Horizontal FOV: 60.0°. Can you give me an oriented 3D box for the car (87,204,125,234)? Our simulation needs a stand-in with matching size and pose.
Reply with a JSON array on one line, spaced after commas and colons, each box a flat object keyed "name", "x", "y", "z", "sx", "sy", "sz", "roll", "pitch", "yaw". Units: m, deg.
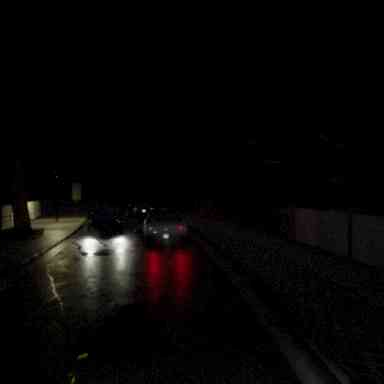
[{"name": "car", "x": -5.029, "y": 1.495, "z": 19.695, "sx": 1.882, "sy": 1.535, "sz": 5.008, "roll": 0, "pitch": 0, "yaw": -12}]

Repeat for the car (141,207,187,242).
[{"name": "car", "x": -1.449, "y": 1.622, "z": 16.534, "sx": 1.895, "sy": 1.301, "sz": 4.718, "roll": 0, "pitch": 0, "yaw": -8}]

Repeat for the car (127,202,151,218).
[{"name": "car", "x": -4.740, "y": 1.589, "z": 30.433, "sx": 1.994, "sy": 1.385, "sz": 4.181, "roll": 0, "pitch": 0, "yaw": -17}]
